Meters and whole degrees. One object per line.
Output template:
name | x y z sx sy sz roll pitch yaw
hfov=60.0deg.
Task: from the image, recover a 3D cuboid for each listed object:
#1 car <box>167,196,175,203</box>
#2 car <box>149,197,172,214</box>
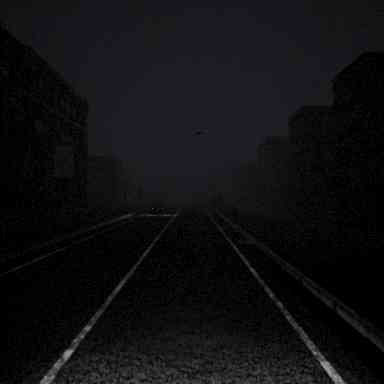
car | -5.220 1.728 77.449 1.812 1.442 4.674 0 0 -16
car | -3.538 1.639 36.961 1.837 1.490 4.892 0 0 0
